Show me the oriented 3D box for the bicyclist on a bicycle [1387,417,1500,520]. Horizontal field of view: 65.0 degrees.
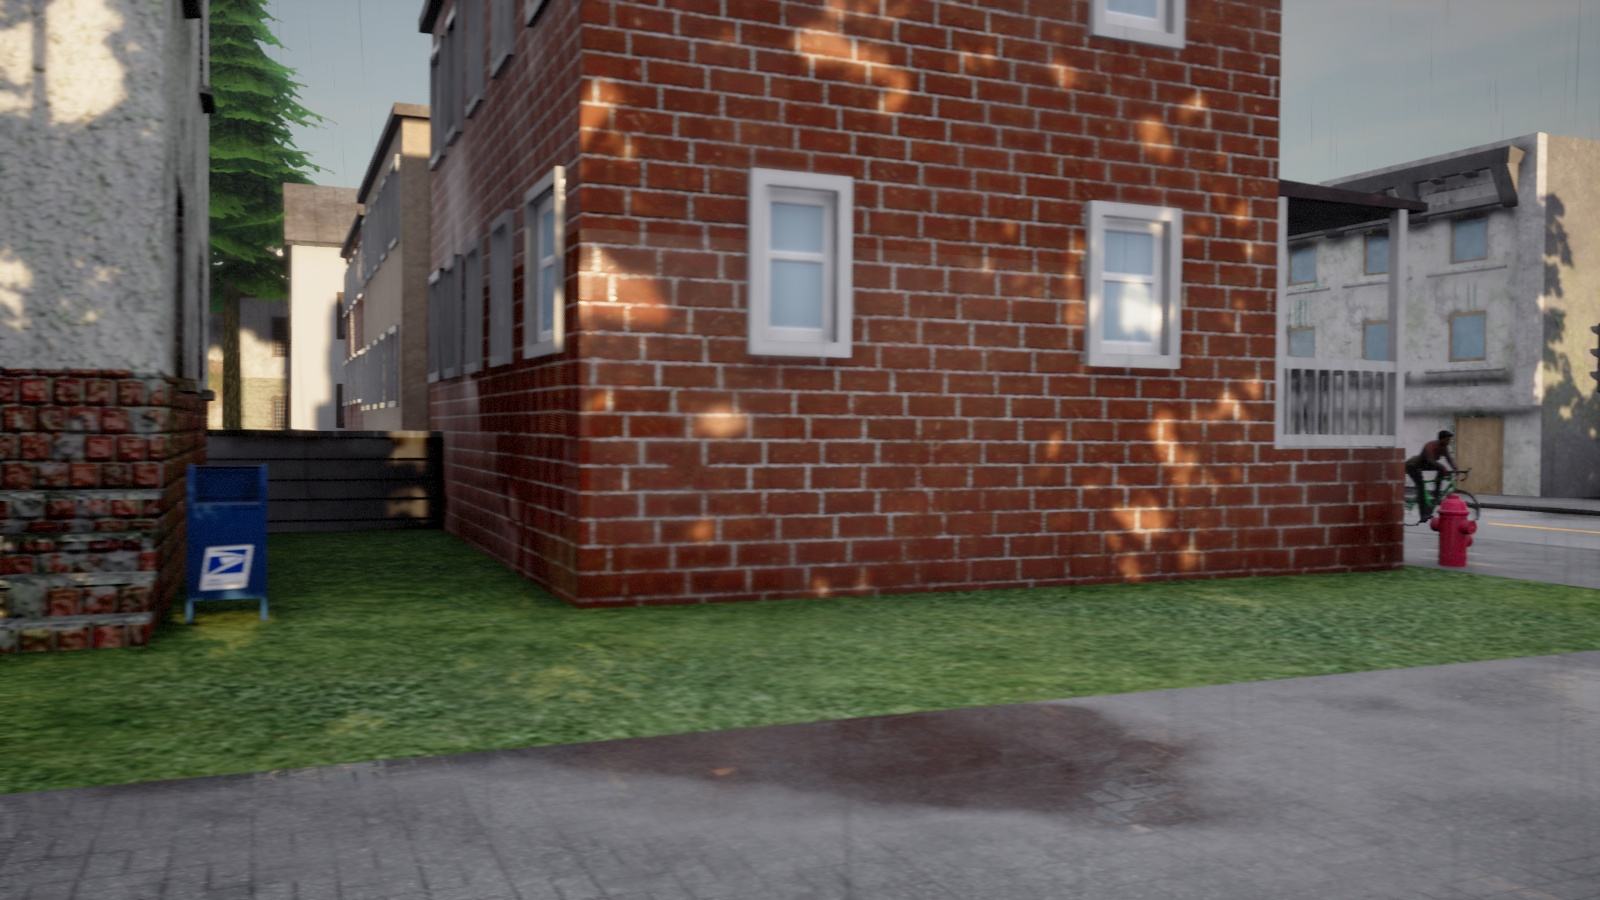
[{"bbox_3d":[10.482,0.273,20.514,0.582,1.620,1.656,-1,1,-22],"label":"bicyclist on a bicycle"}]
